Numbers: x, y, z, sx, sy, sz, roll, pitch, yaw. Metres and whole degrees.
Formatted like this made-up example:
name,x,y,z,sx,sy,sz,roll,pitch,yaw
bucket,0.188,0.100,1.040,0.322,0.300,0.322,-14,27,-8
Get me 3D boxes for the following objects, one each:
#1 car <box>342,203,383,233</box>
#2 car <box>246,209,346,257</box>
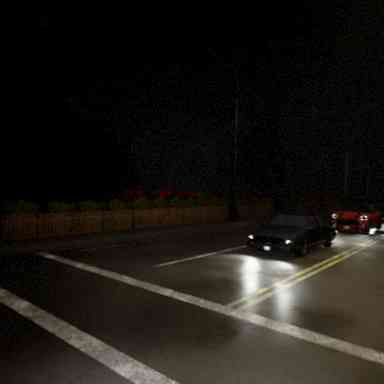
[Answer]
name,x,y,z,sx,sy,sz,roll,pitch,yaw
car,10.288,1.469,20.713,2.097,1.767,4.553,2,1,40
car,4.260,1.560,13.427,2.033,1.411,5.357,2,1,40
